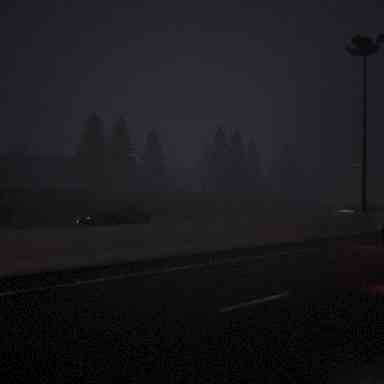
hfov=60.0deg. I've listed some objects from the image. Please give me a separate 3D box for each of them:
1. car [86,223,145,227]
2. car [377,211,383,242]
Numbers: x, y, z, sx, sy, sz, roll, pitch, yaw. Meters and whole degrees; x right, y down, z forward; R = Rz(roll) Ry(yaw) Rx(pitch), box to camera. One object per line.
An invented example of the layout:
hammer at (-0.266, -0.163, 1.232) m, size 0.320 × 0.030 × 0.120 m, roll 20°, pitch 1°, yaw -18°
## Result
car at (-5.036, 1.581, 21.920) m, size 4.902 × 1.511 × 2.128 m, roll 1°, pitch 0°, yaw -36°
car at (10.694, 1.713, 15.760) m, size 4.674 × 1.442 × 1.812 m, roll 1°, pitch 0°, yaw -37°
